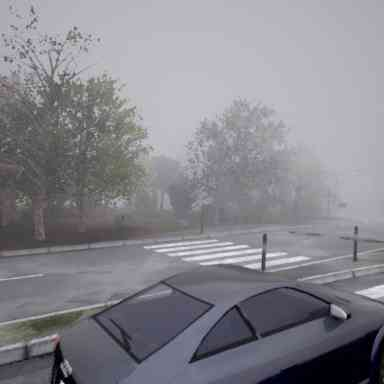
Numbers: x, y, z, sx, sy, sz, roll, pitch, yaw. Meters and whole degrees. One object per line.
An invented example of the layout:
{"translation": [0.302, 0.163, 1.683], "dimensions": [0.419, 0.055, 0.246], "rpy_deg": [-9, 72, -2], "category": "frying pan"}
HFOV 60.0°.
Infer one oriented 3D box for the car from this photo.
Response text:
{"translation": [0.649, 1.568, 3.781], "dimensions": [4.181, 1.385, 1.994], "rpy_deg": [0, 0, -34], "category": "car"}
